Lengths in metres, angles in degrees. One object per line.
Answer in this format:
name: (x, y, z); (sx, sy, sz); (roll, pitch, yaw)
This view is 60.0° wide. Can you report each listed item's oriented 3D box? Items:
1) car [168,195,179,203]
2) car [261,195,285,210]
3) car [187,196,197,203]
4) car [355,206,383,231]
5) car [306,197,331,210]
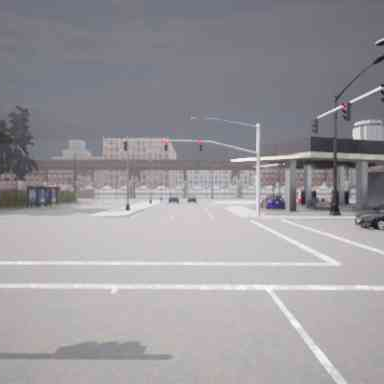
car: (-3.510, 1.383, 64.690); (1.882, 1.535, 5.008); (0, 0, 0)
car: (9.704, 1.236, 40.017); (2.242, 1.667, 4.611); (0, 0, 0)
car: (-0.010, 1.452, 64.691); (2.033, 1.411, 5.357); (0, 0, 0)
car: (12.307, 1.473, 19.856); (4.892, 1.490, 1.837); (-1, 0, -1)
car: (15.449, 1.396, 40.780); (1.970, 1.475, 3.806); (0, 0, 0)
